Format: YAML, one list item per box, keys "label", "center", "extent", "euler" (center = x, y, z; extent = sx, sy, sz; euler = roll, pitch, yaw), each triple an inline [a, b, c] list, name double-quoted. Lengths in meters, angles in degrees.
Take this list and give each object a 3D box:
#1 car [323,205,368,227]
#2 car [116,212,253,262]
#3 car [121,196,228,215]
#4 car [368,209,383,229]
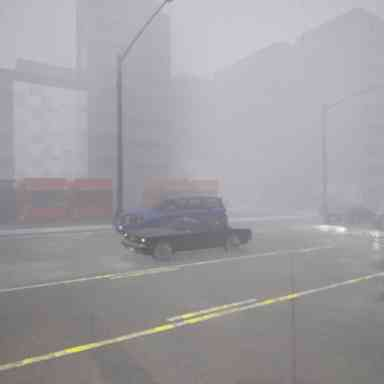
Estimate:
- label: "car"
  center: [11.293, 1.641, 23.668]
  extent: [4.181, 1.385, 1.994]
  euler: [1, 0, -32]
- label: "car"
  center: [-0.116, 1.593, 12.201]
  extent: [4.718, 1.301, 1.895]
  euler: [0, 0, -33]
- label: "car"
  center: [-0.768, 1.210, 15.950]
  extent: [5.566, 2.045, 2.150]
  euler: [0, 0, -33]
- label: "car"
  center: [13.404, 1.611, 20.922]
  extent: [4.674, 1.442, 1.812]
  euler: [1, 0, -33]
